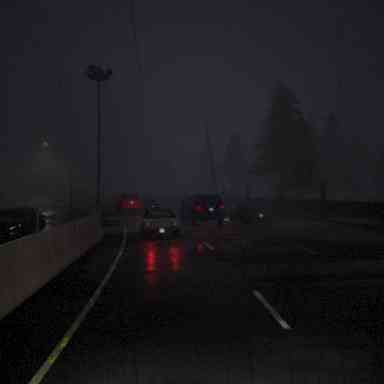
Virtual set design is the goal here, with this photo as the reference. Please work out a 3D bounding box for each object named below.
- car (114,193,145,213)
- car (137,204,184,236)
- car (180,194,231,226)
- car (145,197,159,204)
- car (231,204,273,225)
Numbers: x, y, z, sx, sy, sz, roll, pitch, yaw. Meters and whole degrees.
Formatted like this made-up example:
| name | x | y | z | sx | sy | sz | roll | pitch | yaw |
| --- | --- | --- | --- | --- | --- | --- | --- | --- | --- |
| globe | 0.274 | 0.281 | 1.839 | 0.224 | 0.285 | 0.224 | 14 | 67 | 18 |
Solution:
| name | x | y | z | sx | sy | sz | roll | pitch | yaw |
| --- | --- | --- | --- | --- | --- | --- | --- | --- | --- |
| car | -7.109 | 1.166 | 36.322 | 2.150 | 2.045 | 5.566 | 0 | 0 | -21 |
| car | -1.878 | 1.569 | 18.283 | 1.895 | 1.301 | 4.718 | 0 | 0 | -11 |
| car | 0.588 | 1.172 | 23.310 | 2.150 | 2.045 | 5.566 | 0 | 0 | -13 |
| car | -5.460 | 1.435 | 41.343 | 1.837 | 1.490 | 4.892 | 0 | 0 | -23 |
| car | 4.057 | 1.507 | 23.659 | 1.994 | 1.385 | 4.181 | 0 | 0 | -13 |
